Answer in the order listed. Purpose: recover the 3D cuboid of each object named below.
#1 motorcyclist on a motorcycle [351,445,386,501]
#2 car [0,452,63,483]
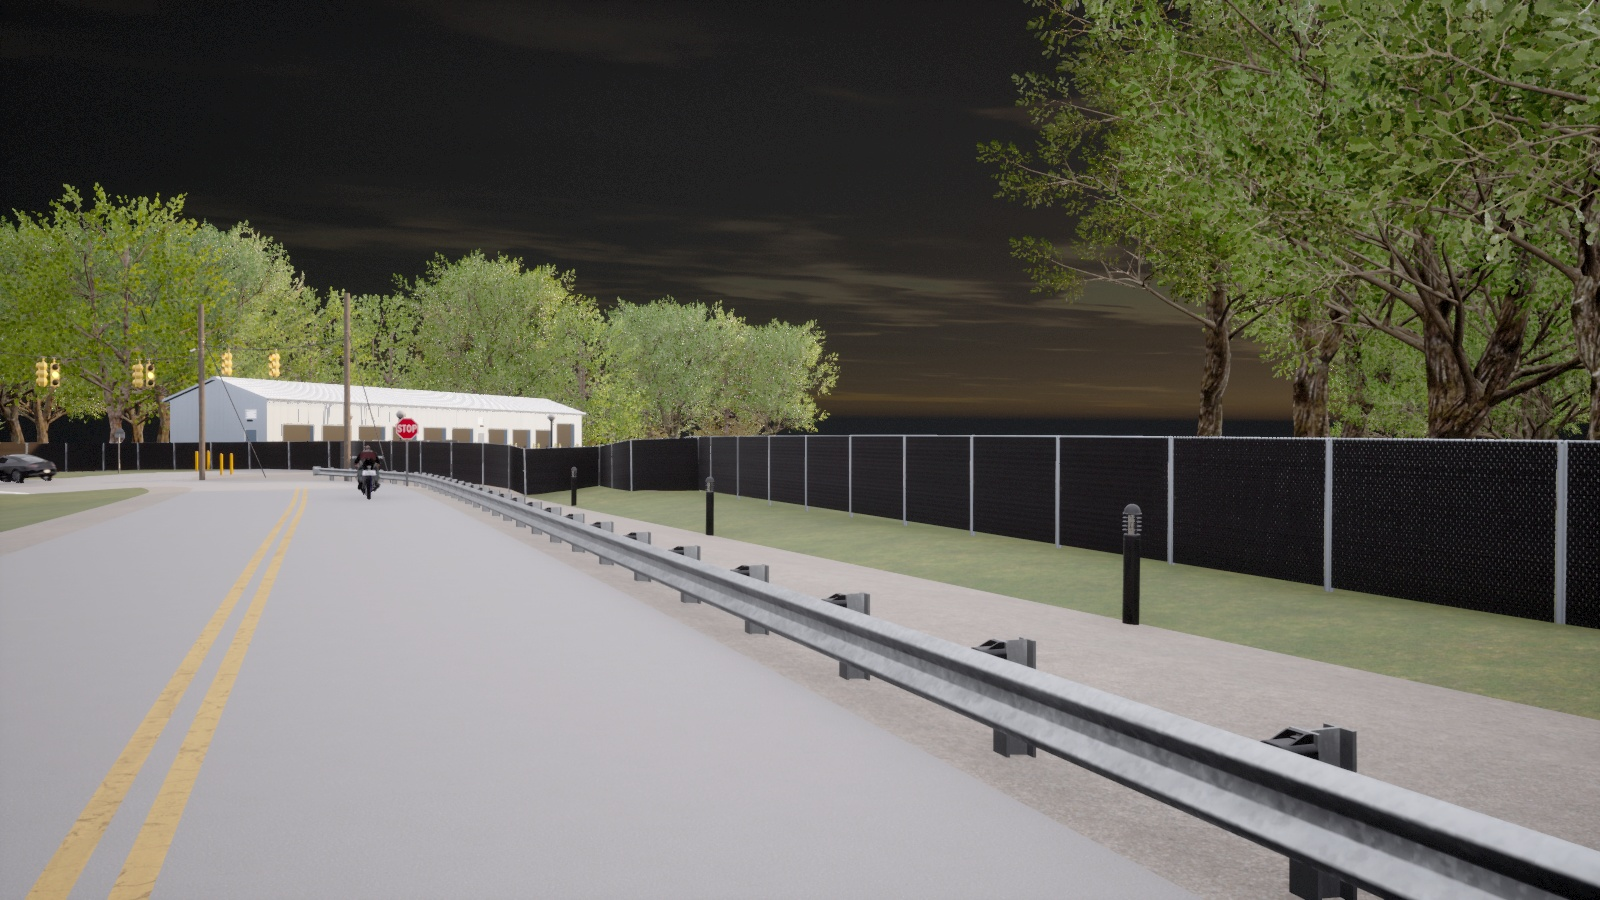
[{"bbox_3d":[-12.359,0.634,35.916,0.866,1.530,2.191,0,0,-21],"label":"motorcyclist on a motorcycle"},{"bbox_3d":[-40.594,0.915,64.777,4.674,1.442,1.812,-2,2,19],"label":"car"}]
